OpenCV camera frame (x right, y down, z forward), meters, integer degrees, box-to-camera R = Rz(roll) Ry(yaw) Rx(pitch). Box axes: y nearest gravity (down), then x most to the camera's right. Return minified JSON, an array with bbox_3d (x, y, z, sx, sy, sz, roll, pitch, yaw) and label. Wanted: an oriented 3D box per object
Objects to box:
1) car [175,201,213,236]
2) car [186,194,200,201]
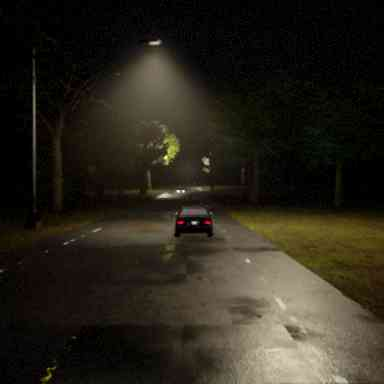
[{"bbox_3d":[0.099,1.412,17.366,2.033,1.411,5.357,0,0,0],"label":"car"},{"bbox_3d":[0.100,0.926,45.358,2.033,1.411,5.357,0,2,0],"label":"car"}]
